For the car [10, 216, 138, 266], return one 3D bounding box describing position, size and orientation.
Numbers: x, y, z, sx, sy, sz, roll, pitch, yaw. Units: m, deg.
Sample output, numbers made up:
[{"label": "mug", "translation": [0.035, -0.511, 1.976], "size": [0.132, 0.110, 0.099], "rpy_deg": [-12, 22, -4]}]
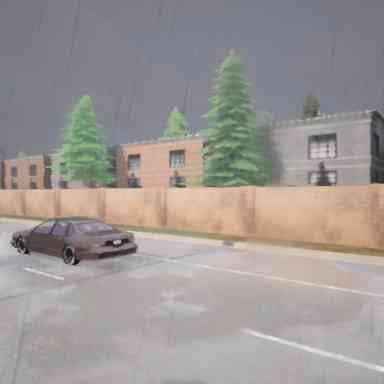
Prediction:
[{"label": "car", "translation": [-4.293, 1.578, 11.686], "size": [5.357, 1.411, 2.033], "rpy_deg": [0, 0, 37]}]
